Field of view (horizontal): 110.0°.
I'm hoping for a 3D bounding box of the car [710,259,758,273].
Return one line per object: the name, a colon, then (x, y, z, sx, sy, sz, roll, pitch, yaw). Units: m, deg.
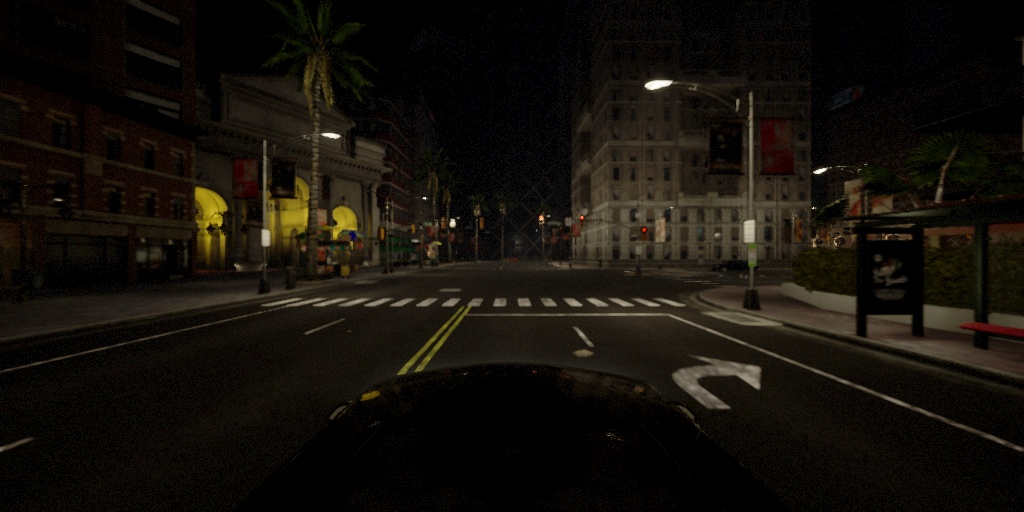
car: (25.762, 1.119, 41.763, 5.008, 1.535, 1.882, 0, 0, 0)
